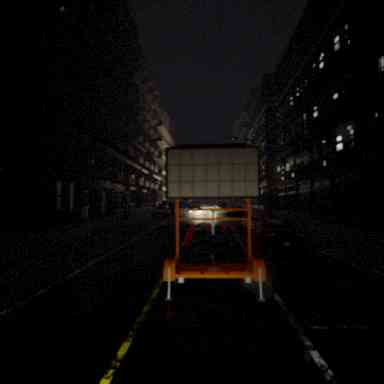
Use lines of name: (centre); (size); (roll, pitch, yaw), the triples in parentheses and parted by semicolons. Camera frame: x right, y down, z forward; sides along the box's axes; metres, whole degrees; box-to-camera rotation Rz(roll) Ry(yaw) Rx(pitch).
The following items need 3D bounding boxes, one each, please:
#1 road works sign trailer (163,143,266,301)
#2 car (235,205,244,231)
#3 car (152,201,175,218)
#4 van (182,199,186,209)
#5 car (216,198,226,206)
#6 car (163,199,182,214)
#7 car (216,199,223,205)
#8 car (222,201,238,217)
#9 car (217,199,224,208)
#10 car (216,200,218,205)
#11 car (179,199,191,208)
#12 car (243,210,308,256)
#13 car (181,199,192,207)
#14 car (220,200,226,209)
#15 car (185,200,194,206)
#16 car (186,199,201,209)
road works sign trailer: (0.543, 0.570, 8.608); (2.380, 3.560, 2.880); (-1, -1, 3)
car: (3.730, 1.740, 19.474); (1.752, 1.417, 4.829); (1, -1, 3)
car: (-3.264, 2.053, 36.184); (1.752, 1.417, 4.829); (1, -1, 3)
van: (-2.362, 2.104, 52.921); (1.690, 1.788, 3.998); (1, -1, 3)
car: (6.951, 2.409, 80.053); (2.192, 1.841, 5.009); (1, -1, 3)
car: (-2.955, 1.921, 41.879); (2.192, 1.841, 5.009); (1, -1, 3)
car: (7.543, 2.715, 91.097); (1.967, 1.590, 4.097); (1, -1, 3)
car: (4.610, 1.981, 35.869); (1.887, 1.381, 4.507); (1, -1, 3)
car: (5.796, 2.296, 57.959); (1.887, 1.381, 4.507); (1, -1, 3)
car: (6.093, 2.380, 63.480); (1.887, 1.381, 4.507); (1, -1, 3)
car: (-1.473, 2.330, 69.488); (2.192, 1.841, 5.009); (1, -1, 3)
car: (3.424, 1.687, 13.780); (1.887, 1.381, 4.507); (1, -1, 3)
car: (-1.176, 2.416, 75.009); (2.192, 1.841, 5.009); (1, -1, 3)
car: (4.906, 2.063, 41.392); (2.008, 1.369, 4.403); (1, -1, 3)
car: (-0.587, 2.843, 86.051); (1.947, 1.339, 4.313); (1, -1, 3)
car: (0.479, 2.342, 58.401); (1.812, 1.442, 4.674); (-1, -1, 3)
